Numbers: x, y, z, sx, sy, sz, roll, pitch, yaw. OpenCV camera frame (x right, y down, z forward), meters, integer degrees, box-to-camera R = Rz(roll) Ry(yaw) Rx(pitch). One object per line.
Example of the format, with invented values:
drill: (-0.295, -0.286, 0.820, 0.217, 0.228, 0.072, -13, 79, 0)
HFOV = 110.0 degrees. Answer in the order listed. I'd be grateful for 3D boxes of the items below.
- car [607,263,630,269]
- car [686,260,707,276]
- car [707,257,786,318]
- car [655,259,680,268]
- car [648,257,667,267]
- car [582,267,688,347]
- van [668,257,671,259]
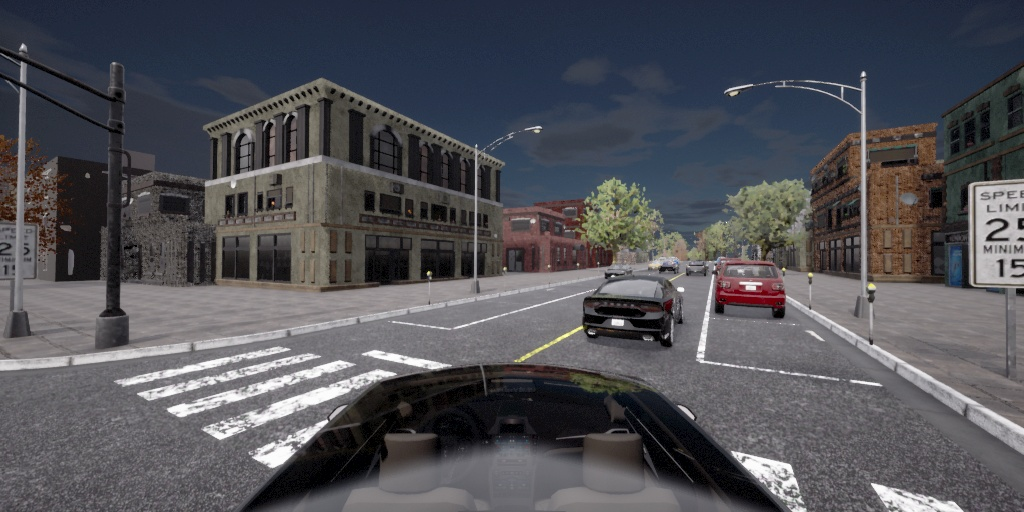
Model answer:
car: (9.523, 1.324, 31.779, 1.948, 1.339, 4.313, 0, 0, 30)
car: (19.040, 1.252, 36.877, 2.128, 1.511, 4.902, 0, 0, 30)
car: (8.572, 1.069, 13.192, 2.192, 1.841, 5.009, 0, 0, 30)
car: (18.234, 1.361, 41.627, 1.895, 1.301, 4.718, 0, 0, 30)
car: (20.421, 1.286, 50.893, 1.751, 1.417, 4.829, 0, 0, 30)
car: (3.419, 1.230, 9.586, 1.882, 1.535, 5.008, 0, 0, 30)
van: (23.251, 1.101, 55.856, 1.690, 1.789, 3.998, 0, 0, 30)
